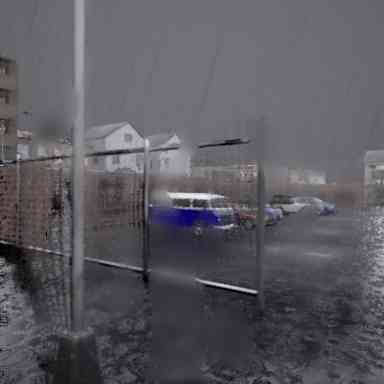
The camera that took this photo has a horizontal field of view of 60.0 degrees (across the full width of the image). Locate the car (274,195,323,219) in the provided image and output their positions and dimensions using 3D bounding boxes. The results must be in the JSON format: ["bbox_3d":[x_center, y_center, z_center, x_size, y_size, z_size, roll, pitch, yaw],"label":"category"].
[{"bbox_3d":[8.372,1.160,27.571,3.866,1.878,1.905,1,0,35],"label":"car"}]

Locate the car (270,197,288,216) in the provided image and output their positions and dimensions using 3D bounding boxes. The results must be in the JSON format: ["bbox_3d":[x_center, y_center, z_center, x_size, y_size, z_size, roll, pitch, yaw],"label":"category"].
[{"bbox_3d":[4.644,1.322,23.945,3.633,1.501,1.845,1,0,35],"label":"car"}]

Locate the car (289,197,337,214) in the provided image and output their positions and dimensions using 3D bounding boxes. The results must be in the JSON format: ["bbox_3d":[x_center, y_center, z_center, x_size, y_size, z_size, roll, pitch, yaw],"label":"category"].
[{"bbox_3d":[12.311,1.329,33.928,4.193,1.474,1.816,1,0,35],"label":"car"}]

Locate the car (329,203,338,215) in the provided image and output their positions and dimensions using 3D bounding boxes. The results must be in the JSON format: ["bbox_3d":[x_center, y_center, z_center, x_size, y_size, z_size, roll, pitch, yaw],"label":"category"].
[{"bbox_3d":[11.070,1.268,30.918,4.611,1.667,2.242,1,0,35],"label":"car"}]

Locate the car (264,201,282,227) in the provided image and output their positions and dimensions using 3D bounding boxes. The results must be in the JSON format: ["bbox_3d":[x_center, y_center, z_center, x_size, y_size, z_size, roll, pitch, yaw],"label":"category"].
[{"bbox_3d":[2.261,1.387,19.897,5.357,1.415,2.033,1,0,35],"label":"car"}]

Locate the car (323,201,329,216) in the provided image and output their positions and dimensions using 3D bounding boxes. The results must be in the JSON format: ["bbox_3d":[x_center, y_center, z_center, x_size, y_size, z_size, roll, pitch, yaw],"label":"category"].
[{"bbox_3d":[10.329,1.377,28.830,2.207,1.379,1.481,1,0,35],"label":"car"}]
